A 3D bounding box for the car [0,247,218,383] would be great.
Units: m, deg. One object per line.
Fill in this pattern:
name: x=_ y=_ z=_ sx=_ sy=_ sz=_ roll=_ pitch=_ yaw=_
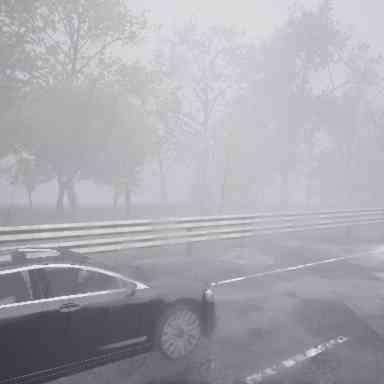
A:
car: x=-1.869 y=1.492 z=4.307 sx=4.902 sy=1.511 sz=2.128 roll=0 pitch=0 yaw=-35
